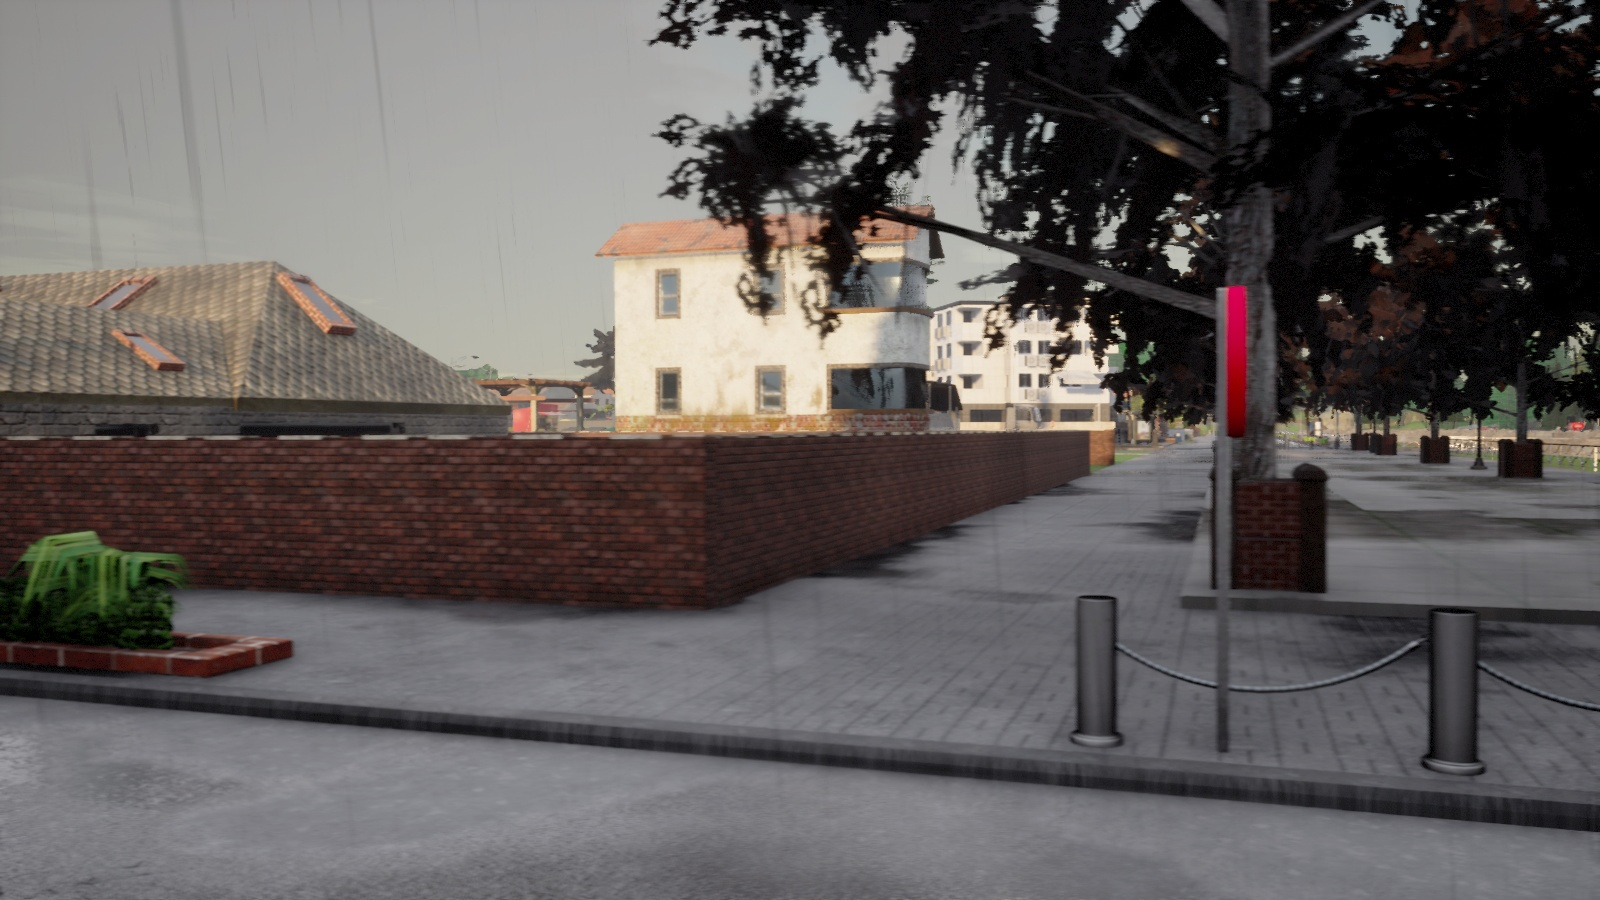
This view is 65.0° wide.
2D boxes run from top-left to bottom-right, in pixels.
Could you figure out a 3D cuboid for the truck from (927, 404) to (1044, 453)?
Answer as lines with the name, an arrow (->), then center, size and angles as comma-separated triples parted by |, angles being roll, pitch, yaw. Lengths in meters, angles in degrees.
truck -> 13.376, -1.555, 90.618 | 7.936, 3.462, 2.891 | 0, 1, 19
